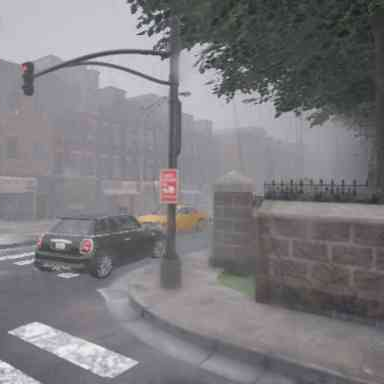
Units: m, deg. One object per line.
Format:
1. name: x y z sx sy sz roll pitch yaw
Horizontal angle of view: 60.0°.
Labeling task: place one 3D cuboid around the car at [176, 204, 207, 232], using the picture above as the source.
1. car: -1.067 1.472 18.499 1.882 1.535 5.008 1 1 35

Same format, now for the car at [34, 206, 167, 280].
1. car: -2.584 1.417 10.617 2.097 1.767 4.553 1 1 23
